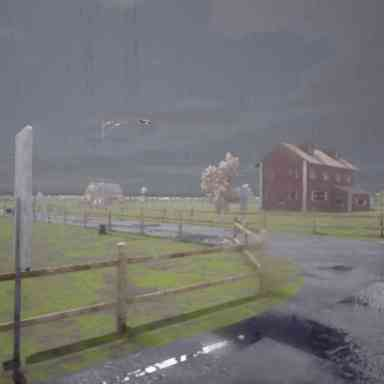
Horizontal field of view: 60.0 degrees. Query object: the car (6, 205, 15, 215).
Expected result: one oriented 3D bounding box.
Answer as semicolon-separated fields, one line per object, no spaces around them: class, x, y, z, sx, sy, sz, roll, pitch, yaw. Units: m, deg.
car;-24.650;2.487;46.695;2.033;1.411;5.357;1;-2;-43
